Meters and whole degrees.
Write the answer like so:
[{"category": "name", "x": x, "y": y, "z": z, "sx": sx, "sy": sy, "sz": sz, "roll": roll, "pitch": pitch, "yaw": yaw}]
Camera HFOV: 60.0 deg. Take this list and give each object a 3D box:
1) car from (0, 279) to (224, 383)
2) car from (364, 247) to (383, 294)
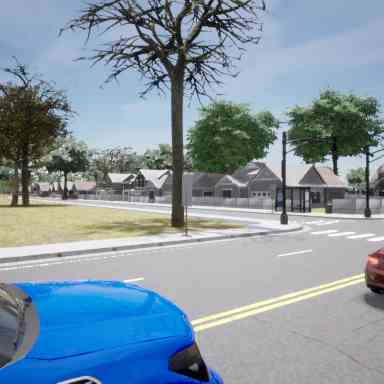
[{"category": "car", "x": -2.406, "y": 1.221, "z": 1.725, "sx": 5.566, "sy": 2.045, "sz": 2.150, "roll": 0, "pitch": 0, "yaw": -36}, {"category": "car", "x": 5.670, "y": 1.525, "z": 7.459, "sx": 4.674, "sy": 1.442, "sz": 1.812, "roll": 0, "pitch": 0, "yaw": -36}]
